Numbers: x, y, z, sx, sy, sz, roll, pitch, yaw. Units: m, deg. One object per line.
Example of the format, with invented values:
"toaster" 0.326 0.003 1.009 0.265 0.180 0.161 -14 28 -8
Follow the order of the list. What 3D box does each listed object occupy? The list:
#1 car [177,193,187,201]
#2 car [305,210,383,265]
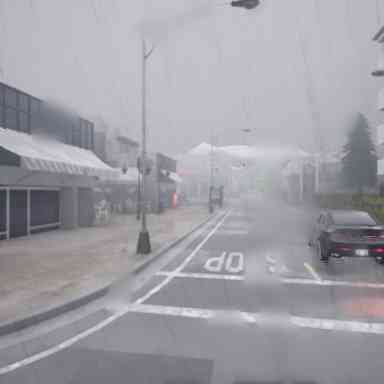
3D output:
"car" -2.385 1.337 79.157 2.007 1.523 4.514 0 0 9
"car" 5.040 1.367 11.180 1.837 1.490 4.892 -1 -1 13
